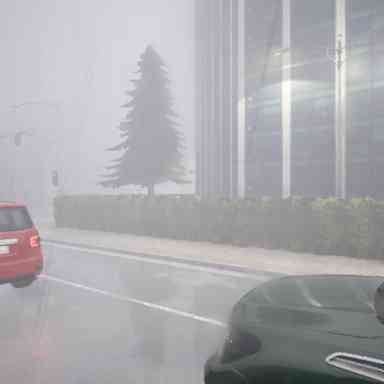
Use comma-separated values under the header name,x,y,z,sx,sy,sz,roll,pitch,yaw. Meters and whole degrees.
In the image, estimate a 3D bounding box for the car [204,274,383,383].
name,x,y,z,sx,sy,sz,roll,pitch,yaw
car,2.762,1.217,2.020,5.566,2.045,2.150,-1,0,36

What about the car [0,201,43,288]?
name,x,y,z,sx,sy,sz,roll,pitch,yaw
car,-5.812,1.221,8.081,5.566,2.045,2.150,0,0,38
